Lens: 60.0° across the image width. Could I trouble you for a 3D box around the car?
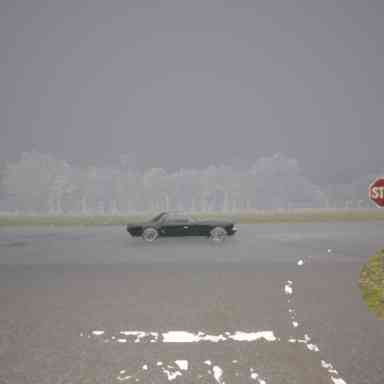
[{"bbox_3d":[-0.415,1.525,14.918,4.718,1.301,1.895,0,-2,-1],"label":"car"}]
